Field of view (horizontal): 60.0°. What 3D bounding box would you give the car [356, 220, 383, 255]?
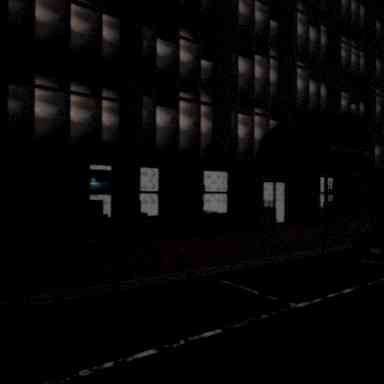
[{"bbox_3d":[7.902,1.605,12.369,4.313,1.339,1.947,0,0,-35],"label":"car"}]
